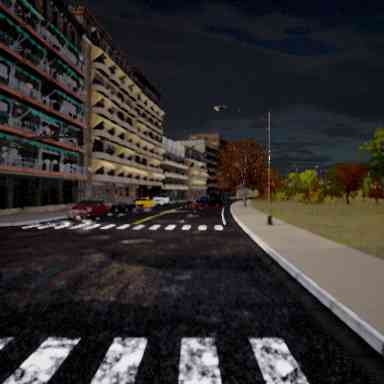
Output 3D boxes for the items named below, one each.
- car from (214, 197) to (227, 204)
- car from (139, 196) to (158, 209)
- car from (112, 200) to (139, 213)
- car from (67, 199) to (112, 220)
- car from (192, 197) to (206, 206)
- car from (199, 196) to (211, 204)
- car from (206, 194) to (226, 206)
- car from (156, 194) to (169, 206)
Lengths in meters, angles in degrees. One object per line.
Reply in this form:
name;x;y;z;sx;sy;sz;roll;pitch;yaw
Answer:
car;5.985;1.735;69.513;2.128;1.511;4.902;0;0;10
car;-6.860;1.609;48.600;1.882;1.535;5.008;0;0;7
car;-7.979;1.690;38.360;1.895;1.301;4.718;0;0;5
car;-8.782;1.403;28.311;2.097;1.767;4.553;0;0;4
car;1.101;1.683;59.401;2.128;1.511;4.902;0;0;8
car;2.707;1.678;69.637;1.882;1.535;5.008;0;0;10
car;4.329;1.414;59.012;2.150;2.045;5.566;0;0;8
car;-5.505;1.404;59.085;2.150;2.045;5.566;0;0;8
